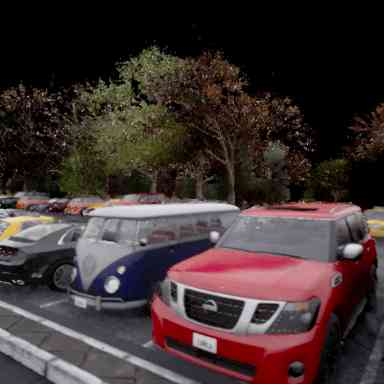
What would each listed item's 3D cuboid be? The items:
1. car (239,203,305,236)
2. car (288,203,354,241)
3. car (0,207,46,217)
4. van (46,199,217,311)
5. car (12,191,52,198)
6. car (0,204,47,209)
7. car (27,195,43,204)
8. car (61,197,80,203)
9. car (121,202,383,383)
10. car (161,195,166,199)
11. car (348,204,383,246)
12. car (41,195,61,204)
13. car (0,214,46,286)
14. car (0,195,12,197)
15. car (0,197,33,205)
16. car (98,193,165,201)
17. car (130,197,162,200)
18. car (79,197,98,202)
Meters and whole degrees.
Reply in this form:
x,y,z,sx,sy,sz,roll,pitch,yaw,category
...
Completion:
x,y,z,sx,sy,sz,roll,pitch,yaw,category
4.862,1.494,19.667,2.163,1.488,4.792,1,0,36,car
7.144,1.489,18.068,2.097,1.535,5.008,1,0,36,car
-4.903,1.437,10.846,1.946,1.575,5.366,1,0,36,car
-0.561,1.263,7.347,1.878,1.987,4.442,1,0,36,van
-15.478,1.107,34.309,2.185,1.767,4.553,1,0,36,car
-7.267,1.417,12.326,2.231,1.521,4.892,1,0,36,car
-13.200,1.300,32.710,2.002,1.452,4.674,1,0,36,car
-8.699,1.189,29.427,2.185,1.767,4.553,1,0,36,car
1.750,1.260,5.793,2.435,2.045,5.566,1,0,36,car
0.380,1.291,22.969,2.185,1.767,4.553,1,0,36,car
9.407,1.508,16.660,1.946,1.575,5.366,1,0,36,car
-10.944,1.287,31.076,2.097,1.535,5.008,1,0,36,car
-2.757,1.466,9.064,2.231,1.521,4.892,1,0,36,car
-17.735,0.954,35.937,2.435,2.045,5.566,1,0,36,car
-9.547,1.266,13.922,2.185,1.767,4.553,1,0,36,car
-4.174,1.115,26.175,2.435,2.045,5.566,1,0,36,car
-1.897,1.393,24.577,2.231,1.521,4.892,1,0,36,car
-6.419,1.340,27.831,2.097,1.535,5.008,1,0,36,car
